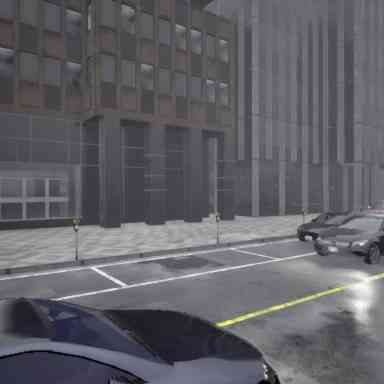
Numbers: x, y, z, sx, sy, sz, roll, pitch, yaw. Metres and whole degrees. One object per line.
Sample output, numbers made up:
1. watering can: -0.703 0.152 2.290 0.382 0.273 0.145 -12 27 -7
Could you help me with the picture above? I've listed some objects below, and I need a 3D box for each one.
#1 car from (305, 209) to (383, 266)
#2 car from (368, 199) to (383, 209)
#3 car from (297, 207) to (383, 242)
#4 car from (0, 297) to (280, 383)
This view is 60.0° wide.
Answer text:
1. car: 6.299 1.525 11.735 4.674 1.442 1.812 0 0 -36
2. car: 11.275 1.314 18.559 5.009 1.841 2.192 0 0 -35
3. car: 6.687 1.565 15.285 4.313 1.339 1.947 0 0 -35
4. car: -1.240 1.564 2.426 4.181 1.385 1.994 0 0 -35
